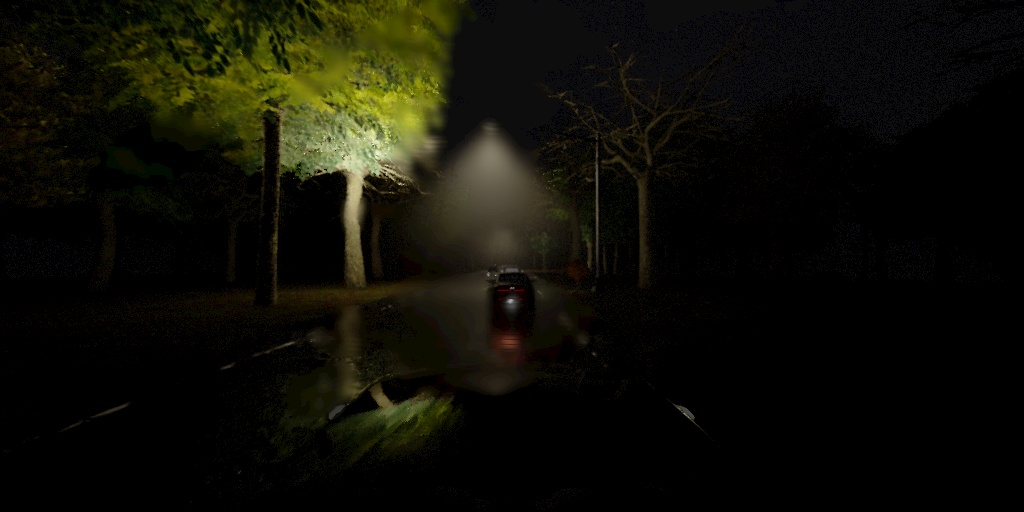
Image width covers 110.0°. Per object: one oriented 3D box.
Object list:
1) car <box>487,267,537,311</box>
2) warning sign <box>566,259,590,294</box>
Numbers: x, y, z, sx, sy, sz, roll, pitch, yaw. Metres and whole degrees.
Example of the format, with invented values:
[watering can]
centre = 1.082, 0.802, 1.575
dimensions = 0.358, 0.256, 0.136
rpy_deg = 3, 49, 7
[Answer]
[car]
centre = 0.017, 1.421, 15.367
dimensions = 1.837, 1.490, 4.892
rpy_deg = 0, 0, 0
[warning sign]
centre = 3.552, 1.077, 19.172
dimensions = 1.300, 1.860, 1.060
rpy_deg = 0, 0, 0
